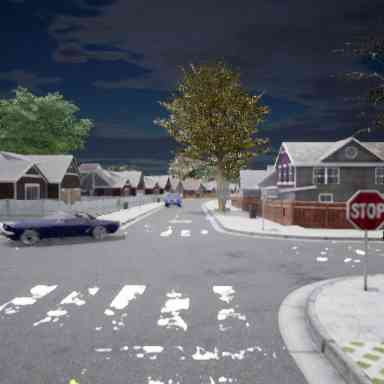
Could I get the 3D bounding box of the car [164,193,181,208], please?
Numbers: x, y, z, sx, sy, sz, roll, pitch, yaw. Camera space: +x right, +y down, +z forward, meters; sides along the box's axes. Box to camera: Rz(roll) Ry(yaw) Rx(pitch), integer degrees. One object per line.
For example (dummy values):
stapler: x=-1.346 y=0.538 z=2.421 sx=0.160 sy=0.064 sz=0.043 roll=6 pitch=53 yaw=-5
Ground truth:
car: x=-2.699 y=1.159 z=47.709 sx=2.150 sy=2.045 sz=5.566 roll=0 pitch=0 yaw=0

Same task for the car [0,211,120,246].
car: x=-5.744 y=1.508 z=14.771 sx=4.718 sy=1.301 sz=1.895 roll=1 pitch=0 yaw=-39

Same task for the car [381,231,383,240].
car: x=10.579 y=1.610 z=13.814 sx=4.902 sy=1.511 sz=2.128 roll=1 pitch=1 yaw=1
